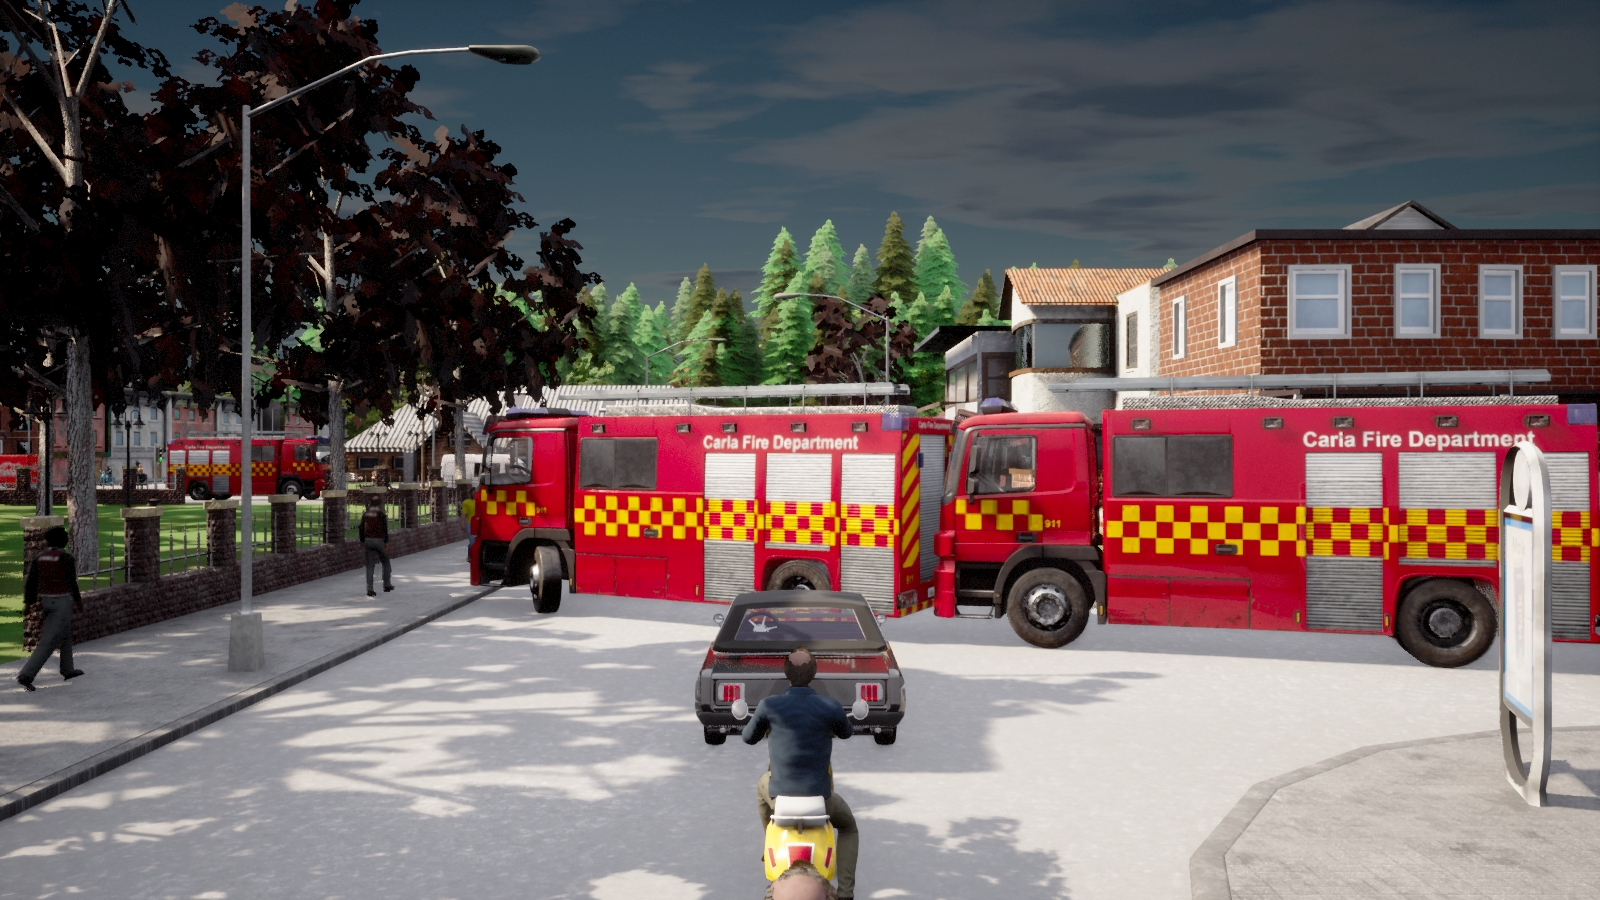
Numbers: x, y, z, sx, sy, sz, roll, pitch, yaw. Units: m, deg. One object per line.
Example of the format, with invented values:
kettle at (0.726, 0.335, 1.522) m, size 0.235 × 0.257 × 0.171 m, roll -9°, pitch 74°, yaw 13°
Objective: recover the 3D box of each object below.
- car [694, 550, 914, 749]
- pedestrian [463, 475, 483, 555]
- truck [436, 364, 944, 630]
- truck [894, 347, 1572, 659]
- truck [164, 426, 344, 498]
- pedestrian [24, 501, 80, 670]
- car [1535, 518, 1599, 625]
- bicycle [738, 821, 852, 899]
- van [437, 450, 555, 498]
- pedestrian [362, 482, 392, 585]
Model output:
car at (0.033, 1.930, 12.217) m, size 1.895 × 1.301 × 4.718 m, roll 0°, pitch 0°, yaw 0°
pedestrian at (-7.684, 1.514, 26.856) m, size 0.375 × 1.860 × 0.375 m, roll 0°, pitch 0°, yaw -31°
truck at (-2.039, 0.664, 19.658) m, size 8.468 × 3.827 × 2.891 m, roll 0°, pitch 0°, yaw 27°
truck at (5.832, 0.661, 16.627) m, size 8.468 × 3.827 × 2.891 m, roll 0°, pitch 0°, yaw 17°
truck at (-29.853, 0.645, 62.699) m, size 8.468 × 3.827 × 2.891 m, roll 0°, pitch 0°, yaw 1°
pedestrian at (-8.450, 1.519, 12.918) m, size 0.375 × 1.860 × 0.375 m, roll 0°, pitch 0°, yaw 9°
car at (14.215, 1.835, 17.290) m, size 4.792 × 1.488 × 2.163 m, roll 0°, pitch 0°, yaw 0°
bicycle at (-0.015, 1.938, 3.086) m, size 0.329 × 1.271 × 1.835 m, roll 0°, pitch 0°, yaw 0°
van at (-16.613, 1.289, 62.612) m, size 5.915 × 2.561 × 1.988 m, roll 0°, pitch 0°, yaw 0°
pedestrian at (-7.733, 1.514, 20.890) m, size 0.375 × 1.860 × 0.375 m, roll 0°, pitch 0°, yaw 10°
